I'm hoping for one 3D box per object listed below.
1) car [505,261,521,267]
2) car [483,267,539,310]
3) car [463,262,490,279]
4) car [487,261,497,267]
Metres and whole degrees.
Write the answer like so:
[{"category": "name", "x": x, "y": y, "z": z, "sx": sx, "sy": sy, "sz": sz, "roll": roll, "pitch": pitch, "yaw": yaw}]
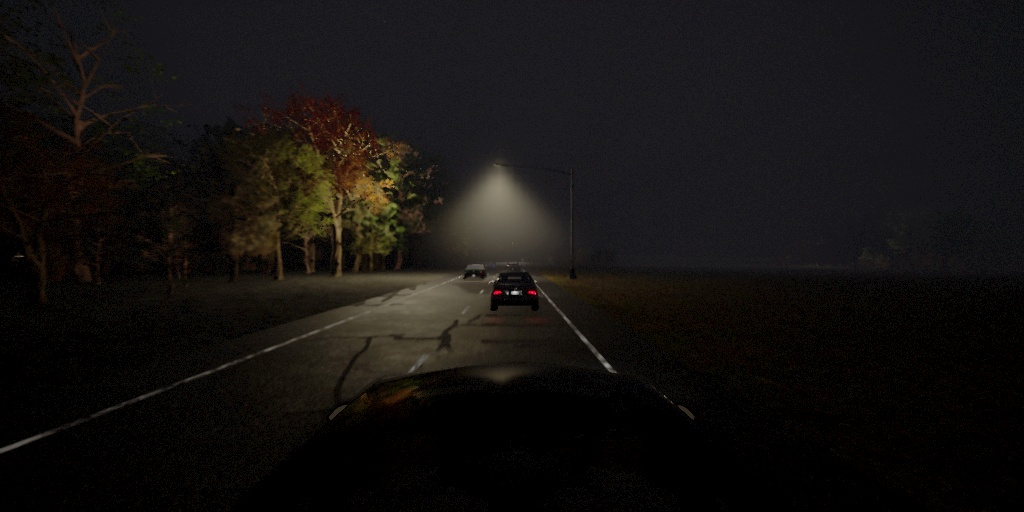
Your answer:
[{"category": "car", "x": 0.099, "y": 1.395, "z": 46.044, "sx": 2.128, "sy": 1.511, "sz": 4.902, "roll": 0, "pitch": 0, "yaw": 0}, {"category": "car", "x": 0.101, "y": 1.347, "z": 15.064, "sx": 2.033, "sy": 1.411, "sz": 5.357, "roll": 0, "pitch": 0, "yaw": 0}, {"category": "car", "x": -3.400, "y": 1.465, "z": 33.927, "sx": 1.895, "sy": 1.301, "sz": 4.718, "roll": 0, "pitch": 0, "yaw": 0}, {"category": "car", "x": -3.402, "y": 1.487, "z": 57.710, "sx": 2.033, "sy": 1.411, "sz": 5.357, "roll": 0, "pitch": 0, "yaw": 0}]
